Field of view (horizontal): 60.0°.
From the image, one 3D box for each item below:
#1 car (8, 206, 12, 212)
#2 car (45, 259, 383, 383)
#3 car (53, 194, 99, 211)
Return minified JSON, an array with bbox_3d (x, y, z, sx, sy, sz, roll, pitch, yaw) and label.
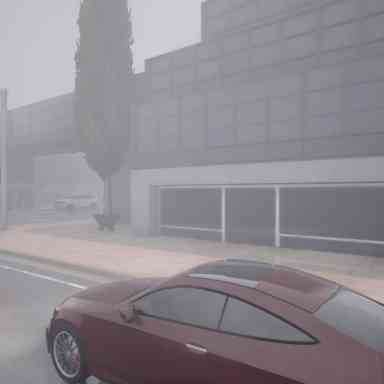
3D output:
[{"bbox_3d":[-20.069,1.601,31.823,1.895,1.301,4.718,0,0,36],"label":"car"},{"bbox_3d":[0.308,1.526,3.746,4.674,1.442,1.812,0,0,35],"label":"car"},{"bbox_3d":[-13.933,1.221,40.390,2.150,2.045,5.566,0,0,36],"label":"car"}]
